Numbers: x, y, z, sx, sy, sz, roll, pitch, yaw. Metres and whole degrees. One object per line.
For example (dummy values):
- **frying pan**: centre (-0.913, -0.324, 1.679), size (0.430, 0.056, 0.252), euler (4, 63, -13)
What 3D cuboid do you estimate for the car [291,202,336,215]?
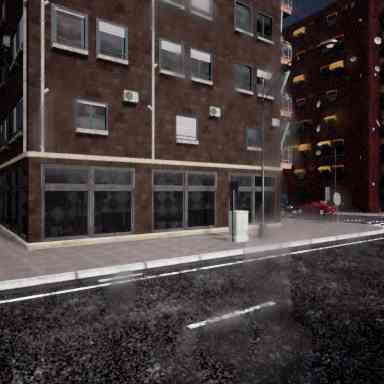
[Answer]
- **car**: centre (13.970, 1.828, 37.607), size (1.887, 1.381, 4.507), euler (-1, 0, -36)

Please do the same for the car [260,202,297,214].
- **car**: centre (10.853, 1.920, 41.920), size (1.947, 1.339, 4.313), euler (-1, 0, -36)

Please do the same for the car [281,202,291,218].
- **car**: centre (7.205, 1.862, 32.719), size (1.802, 1.307, 4.206), euler (-1, 0, -36)
